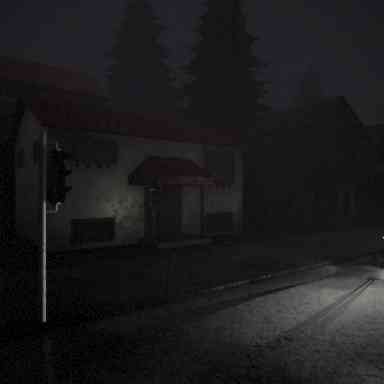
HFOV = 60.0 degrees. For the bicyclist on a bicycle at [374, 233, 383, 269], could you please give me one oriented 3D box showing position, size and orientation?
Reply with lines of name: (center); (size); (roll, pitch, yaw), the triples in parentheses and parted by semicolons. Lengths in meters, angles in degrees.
bicyclist on a bicycle: (5.772, 1.346, 9.011); (1.656, 1.620, 0.582); (-10, 9, 29)
